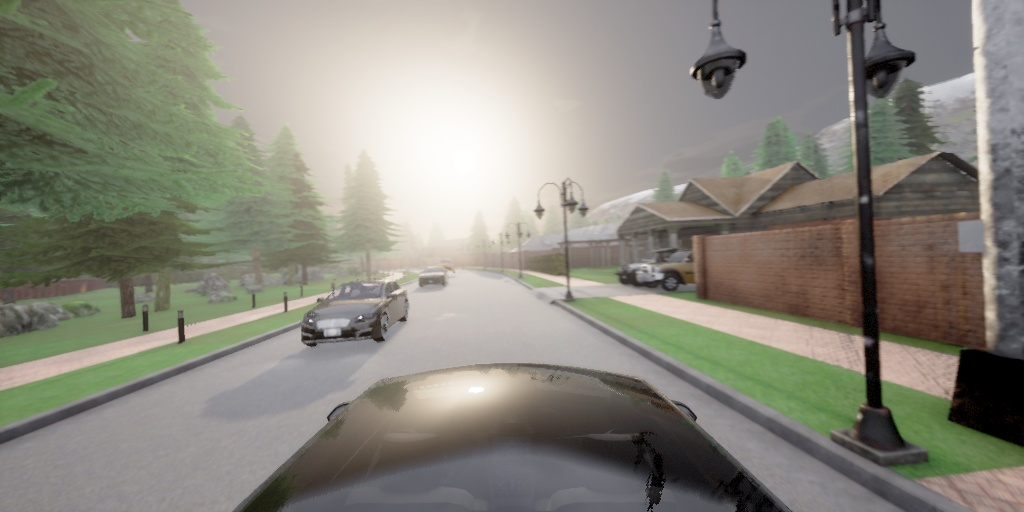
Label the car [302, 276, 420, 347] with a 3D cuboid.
[{"bbox_3d":[-4.263,1.456,10.452,2.128,1.511,4.902,-3,0,-6],"label":"car"}]

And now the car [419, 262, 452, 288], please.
[{"bbox_3d":[-5.978,1.541,27.714,1.882,1.535,5.008,-3,0,-6],"label":"car"}]

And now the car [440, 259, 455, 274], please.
[{"bbox_3d":[-8.027,1.186,43.478,2.097,1.767,4.553,-3,0,-12],"label":"car"}]
